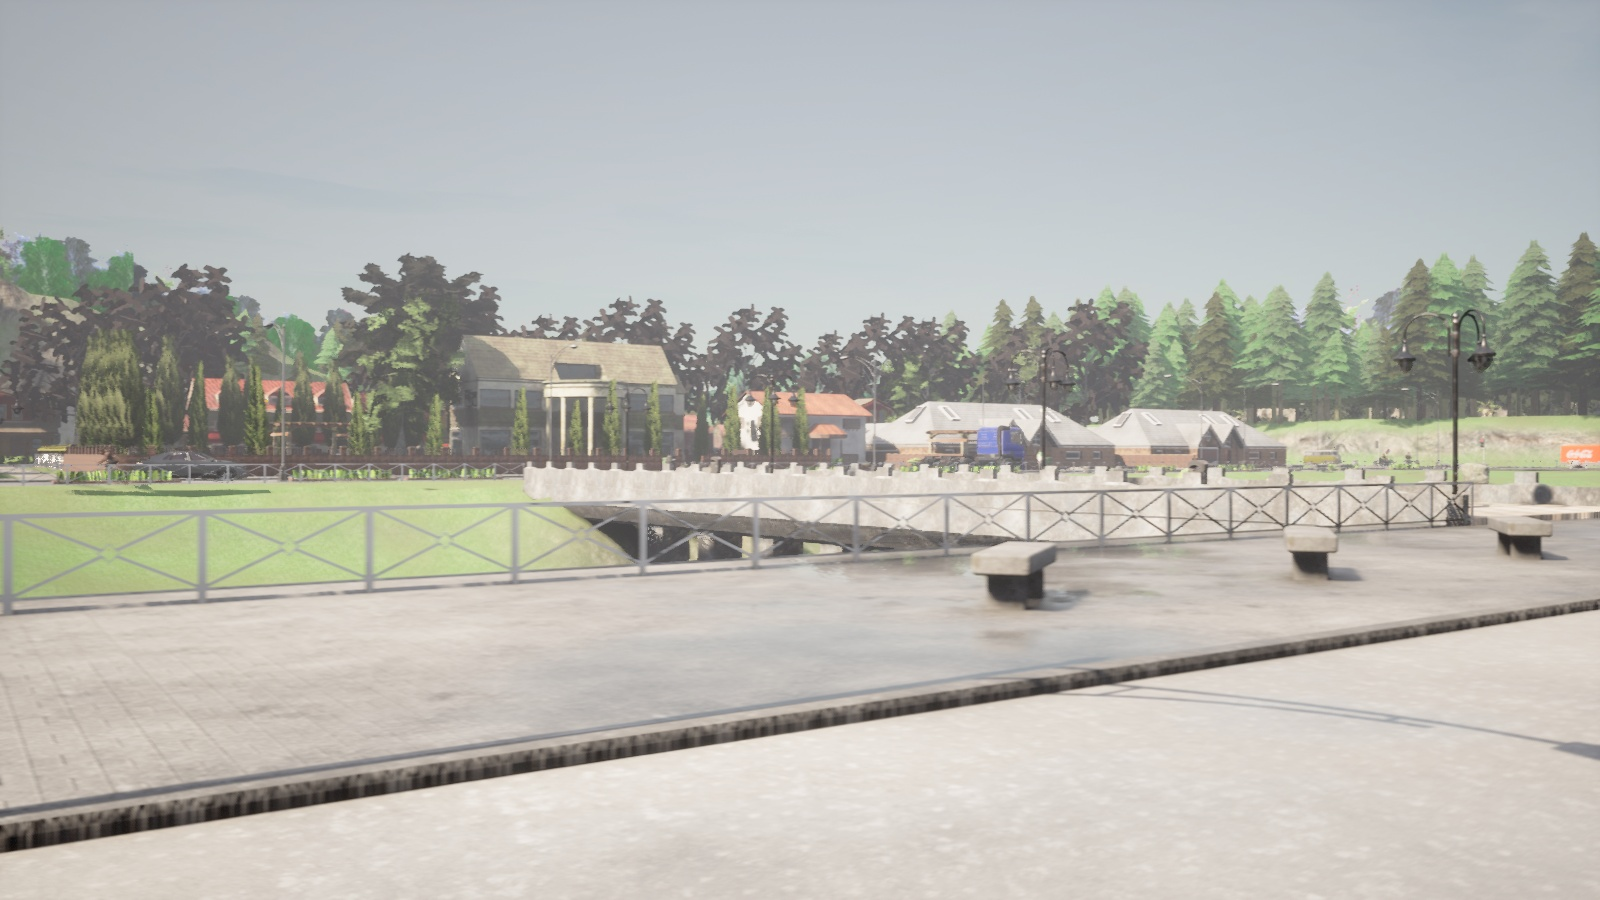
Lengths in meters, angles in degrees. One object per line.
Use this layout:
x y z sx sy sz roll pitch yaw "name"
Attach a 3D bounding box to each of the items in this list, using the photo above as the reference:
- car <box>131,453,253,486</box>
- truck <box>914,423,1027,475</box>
-28.749 0.907 59.418 4.902 1.511 2.128 0 0 -35 "car"
11.987 -0.047 87.762 7.936 3.462 2.891 0 0 -35 "truck"
